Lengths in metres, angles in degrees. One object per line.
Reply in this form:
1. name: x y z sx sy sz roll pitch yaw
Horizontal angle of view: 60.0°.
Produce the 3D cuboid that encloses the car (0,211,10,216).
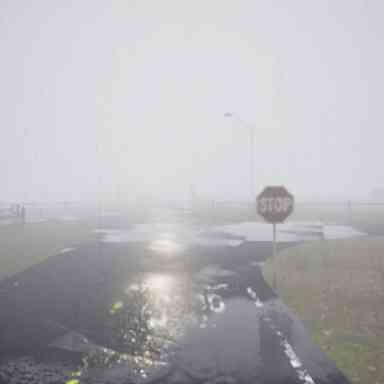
1. car: -17.563 1.611 27.283 5.357 1.411 2.033 -1 0 21
